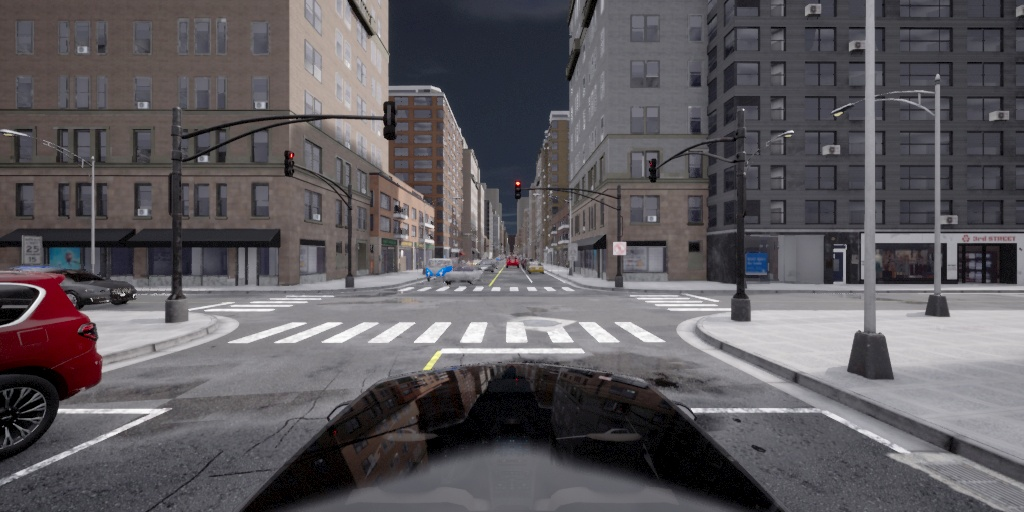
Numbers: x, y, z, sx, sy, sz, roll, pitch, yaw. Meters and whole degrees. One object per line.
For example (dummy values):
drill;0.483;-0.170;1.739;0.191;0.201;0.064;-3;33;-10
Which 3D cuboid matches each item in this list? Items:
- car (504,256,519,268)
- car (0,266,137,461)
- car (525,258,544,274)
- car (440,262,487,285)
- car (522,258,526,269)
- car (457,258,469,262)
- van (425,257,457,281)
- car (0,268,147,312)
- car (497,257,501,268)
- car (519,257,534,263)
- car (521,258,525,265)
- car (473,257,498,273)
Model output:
car;0.121;0.964;60.989;2.150;2.045;5.566;0;0;0
car;-5.858;1.065;2.153;2.192;1.841;5.009;0;0;0
car;2.682;1.272;40.483;1.751;1.417;4.829;0;0;0
car;-3.366;1.349;25.878;1.895;1.301;4.718;0;0;6
car;2.685;1.296;45.908;2.007;1.370;4.403;0;0;0
car;-5.846;1.062;34.697;2.192;1.841;5.009;0;0;0
van;-5.848;1.088;29.101;1.690;1.789;3.998;0;0;0
car;-17.571;1.265;13.872;4.892;1.490;1.837;0;0;-2
car;-3.051;1.248;55.228;1.837;1.490;4.892;0;0;0
car;2.689;1.058;57.096;2.192;1.841;5.009;0;0;0
car;2.687;1.310;51.502;1.948;1.339;4.313;0;0;0
car;-3.082;1.239;42.595;2.128;1.511;4.902;0;0;0
